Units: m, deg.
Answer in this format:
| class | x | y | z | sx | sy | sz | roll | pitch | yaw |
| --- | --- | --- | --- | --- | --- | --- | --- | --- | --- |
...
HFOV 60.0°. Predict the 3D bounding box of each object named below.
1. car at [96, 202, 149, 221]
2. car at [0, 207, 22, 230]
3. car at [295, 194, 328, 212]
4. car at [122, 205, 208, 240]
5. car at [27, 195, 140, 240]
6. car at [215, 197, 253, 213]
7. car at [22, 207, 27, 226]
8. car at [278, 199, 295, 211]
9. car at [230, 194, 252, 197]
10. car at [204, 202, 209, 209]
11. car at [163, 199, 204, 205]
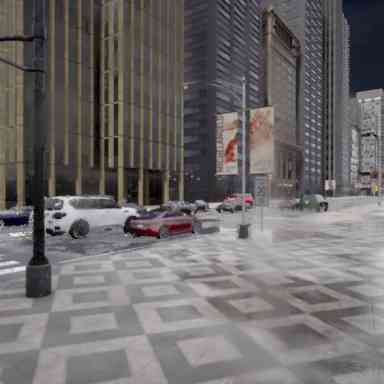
| class | x | y | z | sx | sy | sz | roll | pitch | yaw |
| --- | --- | --- | --- | --- | --- | --- | --- | --- | --- |
| car | -5.788 | 1.570 | 28.128 | 1.994 | 1.385 | 4.181 | 0 | 0 | 35 |
| car | -10.928 | 1.596 | 20.966 | 1.895 | 1.301 | 4.718 | 0 | 0 | 36 |
| car | 14.424 | 1.280 | 39.334 | 2.150 | 2.045 | 5.566 | 0 | 0 | 36 |
| car | -1.284 | 1.584 | 17.337 | 1.994 | 1.385 | 4.181 | 0 | 0 | 36 |
| car | -5.208 | 1.232 | 17.443 | 2.150 | 2.045 | 5.566 | 0 | 0 | 36 |
| car | 4.687 | 1.580 | 37.131 | 2.033 | 1.411 | 5.357 | 0 | 0 | 35 |
| car | -7.126 | 1.227 | 20.689 | 2.150 | 2.045 | 5.566 | 0 | 0 | 36 |
| car | 12.719 | 1.600 | 42.508 | 2.033 | 1.411 | 5.357 | 0 | 0 | 36 |
| car | 6.298 | 1.257 | 44.898 | 2.150 | 2.045 | 5.566 | 0 | 0 | 37 |
| car | 0.144 | 1.546 | 36.384 | 1.812 | 1.442 | 4.674 | 0 | 0 | 36 |
| car | -1.438 | 1.509 | 28.615 | 2.128 | 1.511 | 4.902 | 0 | 0 | 36 |
